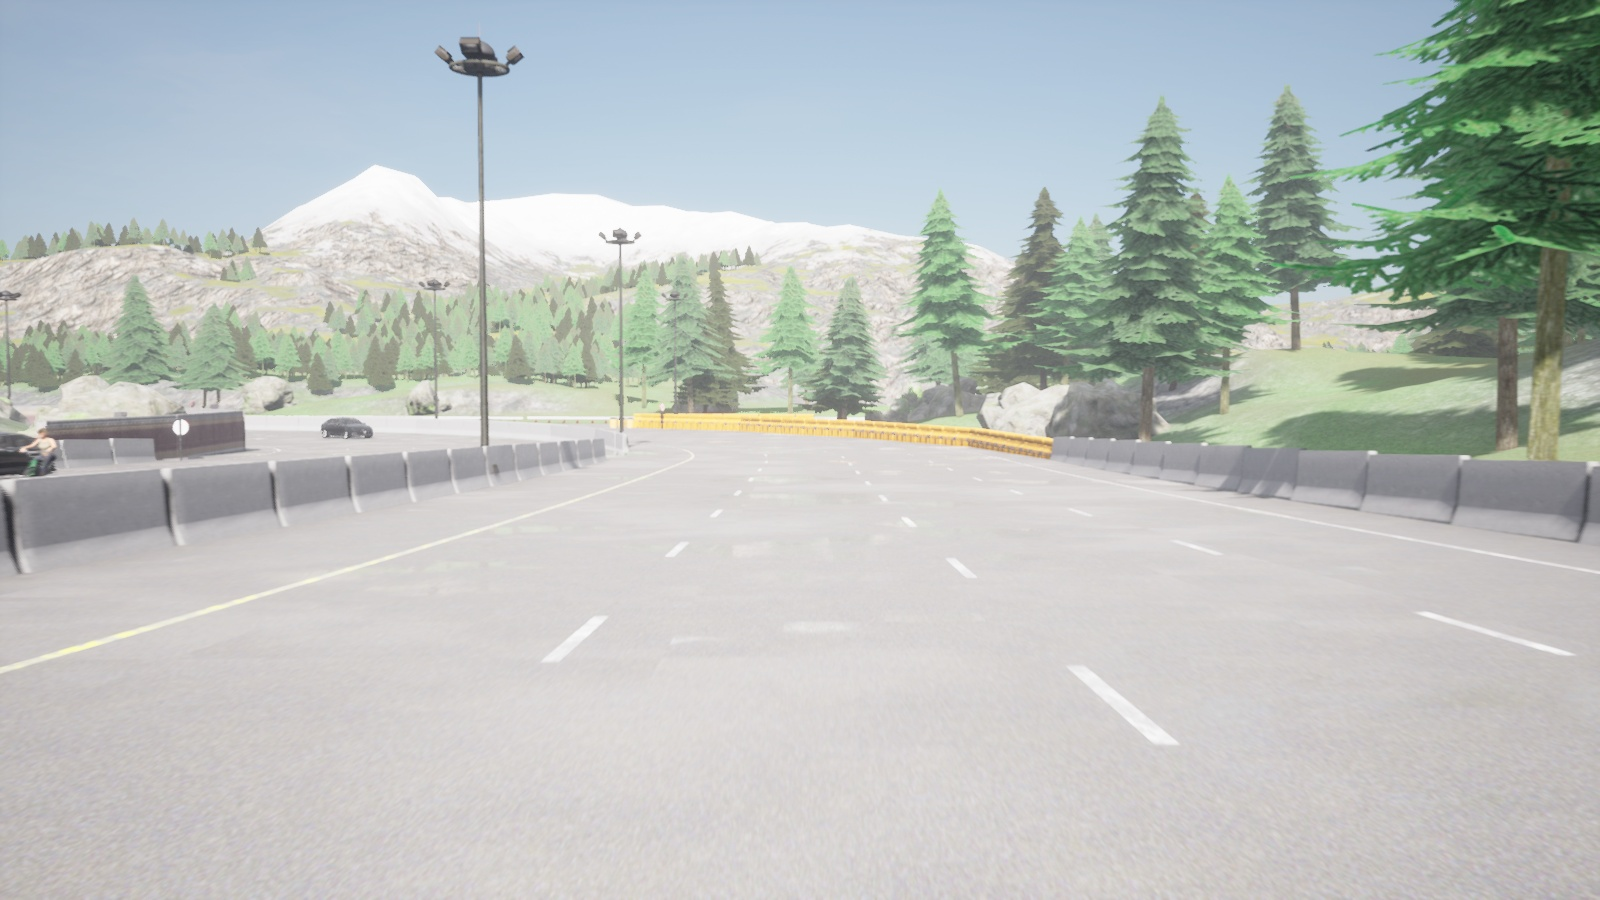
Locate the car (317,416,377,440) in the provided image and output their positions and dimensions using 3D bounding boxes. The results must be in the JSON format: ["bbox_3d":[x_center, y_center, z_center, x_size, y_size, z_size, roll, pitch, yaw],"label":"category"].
[{"bbox_3d":[-31.962,-1.571,88.511,4.892,1.490,1.837,3,4,41],"label":"car"}]

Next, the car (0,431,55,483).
[{"bbox_3d":[-24.276,0.204,36.889,1.837,1.490,4.892,0,1,0],"label":"car"}]

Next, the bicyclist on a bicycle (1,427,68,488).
[{"bbox_3d":[-20.795,0.198,34.146,0.866,1.612,1.509,0,1,0],"label":"bicyclist on a bicycle"}]
